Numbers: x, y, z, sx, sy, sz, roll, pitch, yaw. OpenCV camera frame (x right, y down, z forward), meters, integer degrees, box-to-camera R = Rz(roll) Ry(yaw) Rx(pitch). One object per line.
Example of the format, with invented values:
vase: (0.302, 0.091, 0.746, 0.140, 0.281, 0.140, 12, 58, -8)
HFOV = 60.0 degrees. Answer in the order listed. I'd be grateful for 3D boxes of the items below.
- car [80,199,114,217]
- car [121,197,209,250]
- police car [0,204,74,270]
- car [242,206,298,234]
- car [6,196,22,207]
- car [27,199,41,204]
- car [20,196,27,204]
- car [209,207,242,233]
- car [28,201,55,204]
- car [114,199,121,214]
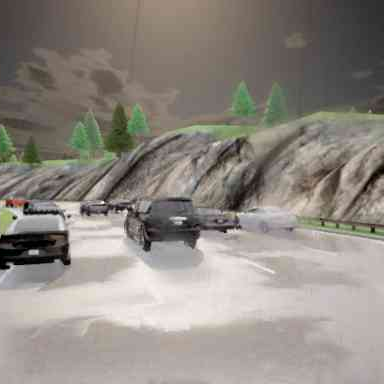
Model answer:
car: (-9.226, 1.472, 31.098, 2.128, 1.511, 4.902, 0, 0, -29)
car: (-1.461, 1.212, 14.543, 2.150, 2.045, 5.566, 0, 0, -21)
police car: (-5.137, 1.419, 11.359, 1.930, 1.638, 5.238, 0, 0, -20)
car: (4.164, 1.513, 19.264, 1.812, 1.442, 4.674, 0, 0, -22)
car: (-26.441, 1.324, 50.032, 2.097, 1.767, 4.553, 0, 0, -39)
car: (-11.026, 1.464, 24.842, 1.882, 1.535, 5.008, 0, 0, -27)
car: (-19.256, 1.541, 40.654, 1.994, 1.385, 4.181, 0, 0, -36)
car: (0.476, 1.535, 19.180, 2.033, 1.411, 5.357, 0, 0, -23)
car: (-8.614, 1.494, 19.831, 1.837, 1.490, 4.892, 0, 0, -24)
car: (-7.835, 1.479, 35.694, 1.837, 1.490, 4.892, 0, -1, -30)
